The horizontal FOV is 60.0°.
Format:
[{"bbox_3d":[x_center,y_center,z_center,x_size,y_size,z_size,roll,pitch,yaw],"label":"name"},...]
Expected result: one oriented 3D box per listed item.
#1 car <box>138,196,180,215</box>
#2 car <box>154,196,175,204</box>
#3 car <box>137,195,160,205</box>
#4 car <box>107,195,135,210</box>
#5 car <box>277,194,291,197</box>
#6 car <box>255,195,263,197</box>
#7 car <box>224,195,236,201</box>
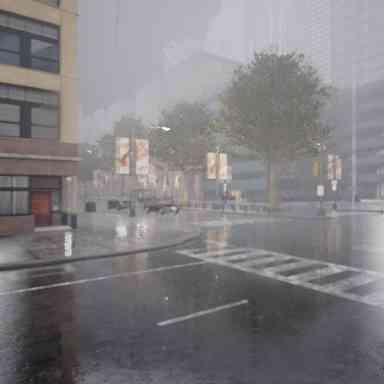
[{"bbox_3d":[-3.104,1.461,33.404,2.128,1.511,4.902,0,0,-36],"label":"car"},{"bbox_3d":[-5.100,1.507,62.030,1.994,1.385,4.181,0,0,-36],"label":"car"},{"bbox_3d":[-7.941,1.427,59.986,1.882,1.535,5.008,0,0,-36],"label":"car"},{"bbox_3d":[-8.834,1.322,41.409,2.097,1.767,4.553,0,0,-35],"label":"car"},{"bbox_3d":[18.537,1.221,69.331,2.002,1.452,4.674,0,0,-36],"label":"car"},{"bbox_3d":[17.713,1.350,83.264,1.895,1.301,4.718,0,0,-36],"label":"car"},{"bbox_3d":[8.061,1.321,76.816,2.161,1.482,4.786,0,0,-36],"label":"car"}]
